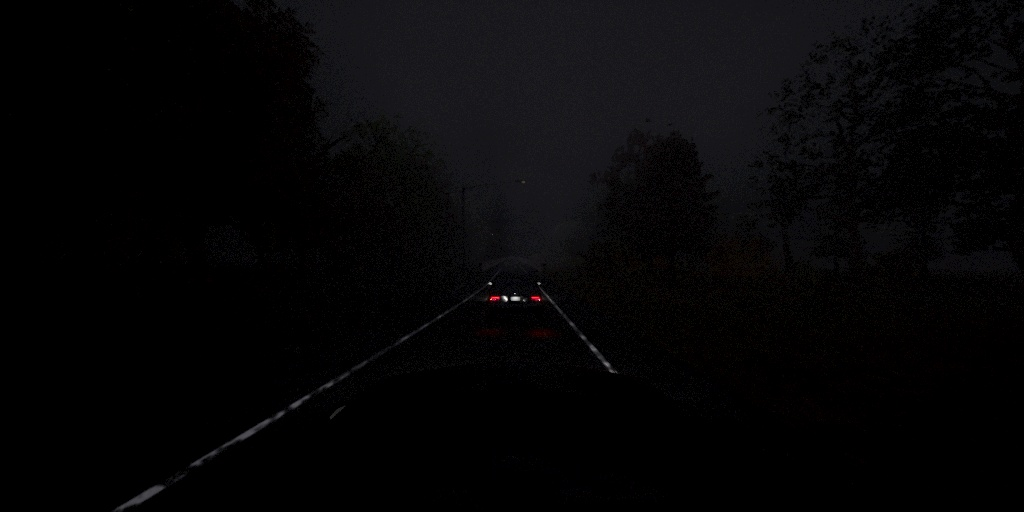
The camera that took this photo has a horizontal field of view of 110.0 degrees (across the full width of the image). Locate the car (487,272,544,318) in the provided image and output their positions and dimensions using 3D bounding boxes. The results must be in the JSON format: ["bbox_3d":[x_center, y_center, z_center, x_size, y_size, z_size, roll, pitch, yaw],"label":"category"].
[{"bbox_3d":[0.099,1.300,13.017,2.033,1.411,5.357,0,0,0],"label":"car"}]
